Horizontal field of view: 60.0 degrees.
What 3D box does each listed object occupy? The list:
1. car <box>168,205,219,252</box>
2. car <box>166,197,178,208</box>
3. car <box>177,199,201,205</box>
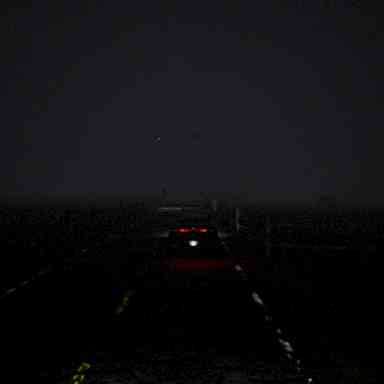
[{"bbox_3d":[0.066,1.510,13.900,1.837,1.490,4.892,0,0,0],"label":"car"},{"bbox_3d":[-2.840,1.499,49.839,1.882,1.535,5.008,0,0,0],"label":"car"},{"bbox_3d":[0.062,1.504,28.986,2.128,1.511,4.902,0,0,0],"label":"car"}]
